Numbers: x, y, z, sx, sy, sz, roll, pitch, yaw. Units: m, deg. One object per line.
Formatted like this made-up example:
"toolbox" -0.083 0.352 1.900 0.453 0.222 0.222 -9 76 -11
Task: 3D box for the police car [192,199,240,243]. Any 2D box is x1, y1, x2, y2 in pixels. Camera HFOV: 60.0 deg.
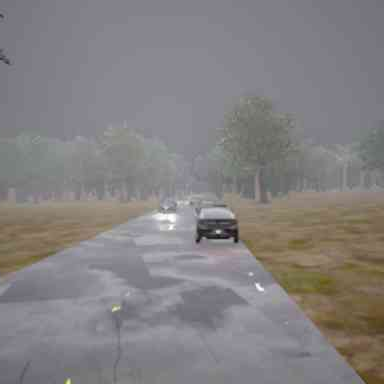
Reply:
"police car" 1.101 1.386 16.017 1.930 1.638 5.238 0 0 1

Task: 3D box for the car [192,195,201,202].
"car" 0.912 1.360 70.622 1.895 1.301 4.718 0 0 1

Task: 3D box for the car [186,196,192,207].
"car" 0.610 1.397 50.396 2.128 1.511 4.902 0 0 1

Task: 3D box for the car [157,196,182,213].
"car" -2.607 1.411 36.123 2.128 1.511 4.902 0 0 1

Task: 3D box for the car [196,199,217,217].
"car" 1.325 1.436 31.907 1.837 1.490 4.892 0 0 1

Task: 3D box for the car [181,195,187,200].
"car" -1.941 1.374 76.828 1.895 1.301 4.718 0 0 1

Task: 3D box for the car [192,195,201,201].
"car" 1.239 1.292 25.878 2.097 1.767 4.553 0 0 1
